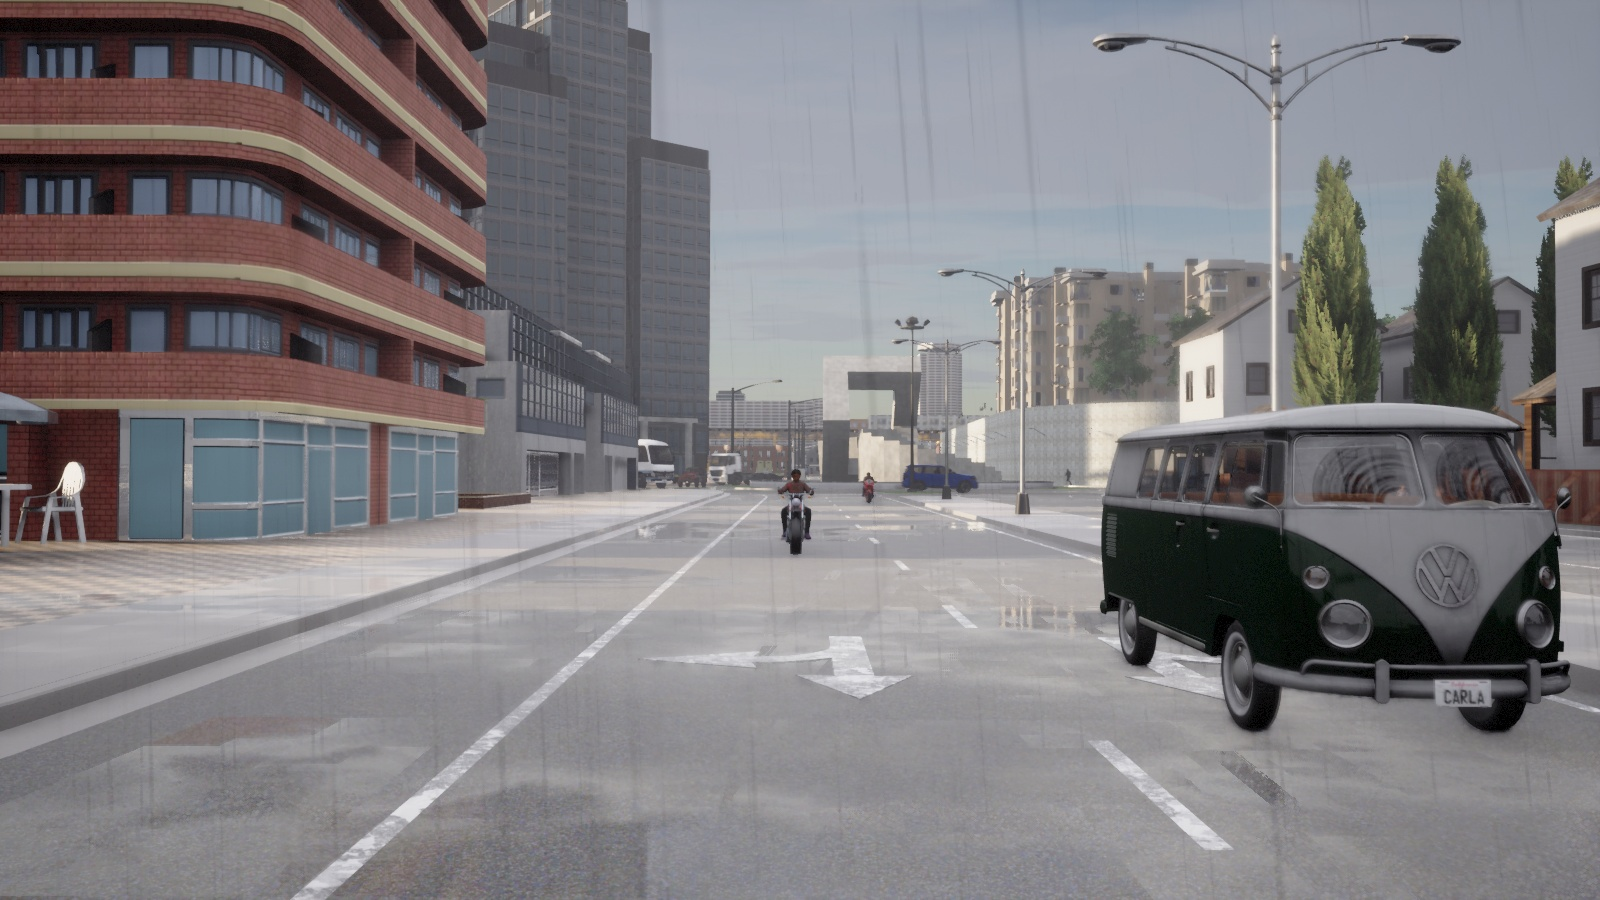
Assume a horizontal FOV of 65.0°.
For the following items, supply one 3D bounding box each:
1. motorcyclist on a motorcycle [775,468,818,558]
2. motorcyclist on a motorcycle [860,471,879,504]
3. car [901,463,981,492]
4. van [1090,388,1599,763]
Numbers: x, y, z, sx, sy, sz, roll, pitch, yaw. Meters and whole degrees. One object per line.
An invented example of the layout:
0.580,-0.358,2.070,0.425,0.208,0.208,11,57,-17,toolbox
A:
-0.066,1.169,24.123,0.766,1.649,2.350,0,-1,0,motorcyclist on a motorcycle
3.336,1.801,60.742,0.797,1.523,2.044,0,-1,0,motorcyclist on a motorcycle
10.154,2.014,90.806,5.566,2.045,2.150,0,-1,2,car
3.474,0.701,8.916,1.775,1.987,4.442,0,-1,0,van
